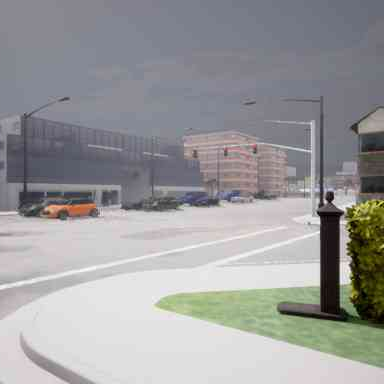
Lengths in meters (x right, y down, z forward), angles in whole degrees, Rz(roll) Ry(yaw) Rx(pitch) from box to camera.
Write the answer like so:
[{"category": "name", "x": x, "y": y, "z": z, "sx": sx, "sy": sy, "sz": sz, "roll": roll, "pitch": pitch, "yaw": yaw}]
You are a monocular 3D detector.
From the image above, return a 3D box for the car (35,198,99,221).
[{"category": "car", "x": -9.938, "y": 1.325, "z": 27.257, "sx": 2.097, "sy": 1.767, "sz": 4.553, "roll": 0, "pitch": 1, "yaw": 35}]

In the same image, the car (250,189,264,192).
[{"category": "car", "x": 12.587, "y": 0.420, "z": 65.402, "sx": 2.150, "sy": 2.045, "sz": 5.566, "roll": 0, "pitch": 1, "yaw": 36}]

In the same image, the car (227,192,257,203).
[{"category": "car", "x": 7.997, "y": 1.060, "z": 52.863, "sx": 1.895, "sy": 1.301, "sz": 4.718, "roll": 0, "pitch": 2, "yaw": 35}]

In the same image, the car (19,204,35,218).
[{"category": "car", "x": -12.726, "y": 1.320, "z": 29.389, "sx": 2.097, "sy": 1.767, "sz": 4.553, "roll": 0, "pitch": 0, "yaw": 35}]

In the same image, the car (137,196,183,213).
[{"category": "car", "x": -3.428, "y": 1.254, "z": 36.551, "sx": 2.097, "sy": 1.767, "sz": 4.553, "roll": 0, "pitch": 1, "yaw": 35}]

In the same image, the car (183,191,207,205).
[{"category": "car", "x": 0.227, "y": 0.915, "z": 47.880, "sx": 2.150, "sy": 2.045, "sz": 5.566, "roll": 0, "pitch": 1, "yaw": 35}]

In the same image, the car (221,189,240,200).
[{"category": "car", "x": 6.394, "y": 0.619, "z": 56.663, "sx": 2.150, "sy": 2.045, "sz": 5.566, "roll": 0, "pitch": 2, "yaw": 35}]

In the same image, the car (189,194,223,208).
[{"category": "car", "x": 1.925, "y": 1.306, "z": 44.203, "sx": 1.994, "sy": 1.385, "sz": 4.181, "roll": 0, "pitch": 1, "yaw": 35}]

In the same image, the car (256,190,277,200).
[{"category": "car", "x": 13.962, "y": 0.832, "z": 61.311, "sx": 1.895, "sy": 1.301, "sz": 4.718, "roll": 0, "pitch": 1, "yaw": 35}]

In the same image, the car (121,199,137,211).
[{"category": "car", "x": -5.897, "y": 1.445, "z": 39.145, "sx": 2.033, "sy": 1.411, "sz": 5.357, "roll": 0, "pitch": 1, "yaw": 35}]
